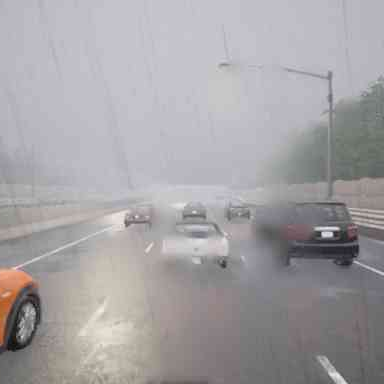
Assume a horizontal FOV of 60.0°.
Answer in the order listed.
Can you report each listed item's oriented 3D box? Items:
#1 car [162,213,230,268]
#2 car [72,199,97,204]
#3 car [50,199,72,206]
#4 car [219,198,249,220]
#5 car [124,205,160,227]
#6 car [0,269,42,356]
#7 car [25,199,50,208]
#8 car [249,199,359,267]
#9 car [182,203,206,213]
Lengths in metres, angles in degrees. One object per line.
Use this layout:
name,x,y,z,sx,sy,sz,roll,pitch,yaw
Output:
car,0.121,1.611,11.331,1.895,1.301,4.718,0,0,0
car,-13.839,1.605,44.209,1.994,1.385,4.181,0,0,1
car,-17.305,1.642,45.932,1.895,1.301,4.718,0,0,1
car,3.697,1.516,28.055,2.128,1.511,4.902,0,0,0
car,-3.334,1.567,22.800,2.033,1.411,5.357,0,0,0
car,-3.402,1.355,3.376,2.097,1.767,4.553,0,0,0
car,-20.819,1.605,45.105,1.994,1.385,4.181,0,0,1
car,3.622,1.232,11.568,2.150,2.045,5.566,0,0,0
car,0.200,1.589,28.649,1.994,1.385,4.181,0,0,0
